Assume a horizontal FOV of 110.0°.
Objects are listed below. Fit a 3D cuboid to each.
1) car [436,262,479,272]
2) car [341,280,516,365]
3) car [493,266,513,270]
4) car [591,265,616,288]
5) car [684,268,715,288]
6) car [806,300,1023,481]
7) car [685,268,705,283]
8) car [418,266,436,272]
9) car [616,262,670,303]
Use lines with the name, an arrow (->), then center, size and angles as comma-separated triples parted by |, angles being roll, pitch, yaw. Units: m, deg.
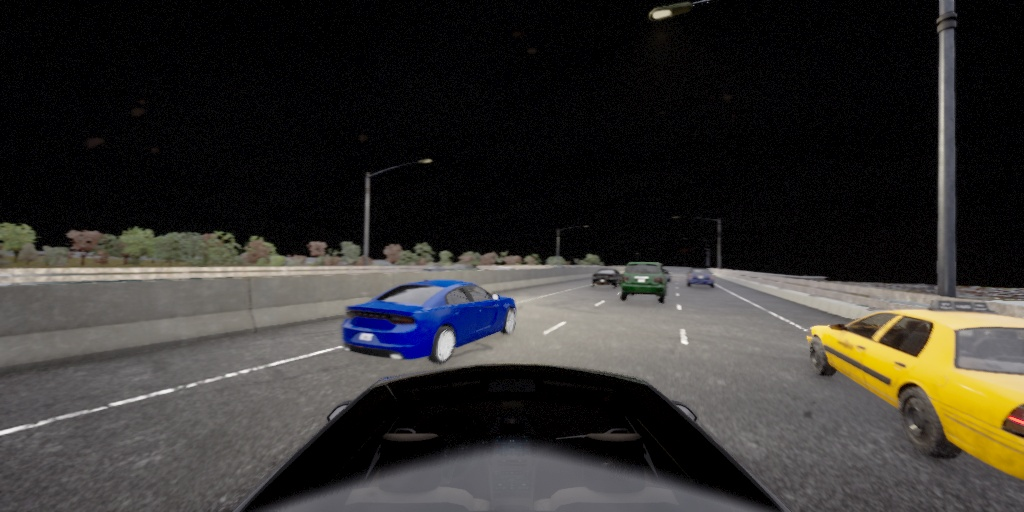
car -> -4.971, 1.515, 35.465 | 2.097, 1.767, 4.553 | 1, -1, 25
car -> -1.530, 1.298, 8.475 | 1.882, 1.535, 5.008 | 1, -1, 24
car -> -0.966, 1.765, 35.810 | 1.812, 1.442, 4.674 | 1, -1, 25
car -> 7.926, 1.779, 29.540 | 1.882, 1.535, 5.008 | 1, -1, 25
car -> 16.799, 1.851, 32.127 | 2.097, 1.767, 4.553 | 1, -1, 25
car -> 5.688, 1.349, 4.720 | 1.801, 1.575, 5.366 | 1, -1, 24
car -> 21.207, 2.233, 41.680 | 1.837, 1.490, 4.892 | 1, -1, 26
car -> -8.051, 1.697, 37.148 | 1.994, 1.385, 4.181 | 1, -1, 25
car -> 7.483, 1.373, 20.104 | 2.150, 2.045, 5.566 | 1, -1, 24
